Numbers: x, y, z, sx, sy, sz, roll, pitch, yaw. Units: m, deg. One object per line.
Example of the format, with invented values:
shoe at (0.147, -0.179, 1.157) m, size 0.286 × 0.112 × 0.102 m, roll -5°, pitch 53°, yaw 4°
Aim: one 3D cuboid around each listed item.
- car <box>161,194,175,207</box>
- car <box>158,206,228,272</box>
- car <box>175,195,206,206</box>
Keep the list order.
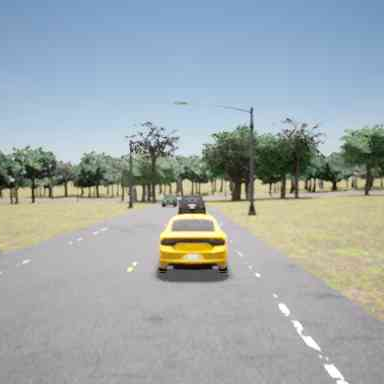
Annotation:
car at (-3.645, 1.395, 53.620) m, size 2.150 × 2.045 × 5.566 m, roll 0°, pitch 0°, yaw 0°
car at (0.035, 1.440, 10.667) m, size 1.882 × 1.535 × 5.008 m, roll 0°, pitch 0°, yaw 0°
car at (0.024, 1.262, 27.886) m, size 2.150 × 2.045 × 5.566 m, roll 0°, pitch 0°, yaw 0°
